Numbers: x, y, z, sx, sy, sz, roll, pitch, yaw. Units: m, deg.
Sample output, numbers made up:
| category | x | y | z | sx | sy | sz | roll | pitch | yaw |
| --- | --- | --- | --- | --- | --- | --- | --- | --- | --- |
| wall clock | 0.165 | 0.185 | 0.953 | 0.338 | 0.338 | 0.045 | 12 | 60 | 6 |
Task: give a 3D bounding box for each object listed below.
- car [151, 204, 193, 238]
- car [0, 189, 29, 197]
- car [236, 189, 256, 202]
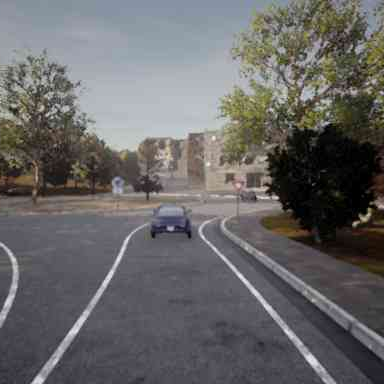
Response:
| category | x | y | z | sx | sy | sz | roll | pitch | yaw |
| --- | --- | --- | --- | --- | --- | --- | --- | --- | --- |
| car | -0.960 | 1.287 | 16.298 | 1.812 | 1.442 | 4.674 | 0 | 2 | -2 |
| car | -29.882 | 0.169 | 55.208 | 1.895 | 1.301 | 4.718 | 2 | 2 | 43 |
| car | 6.919 | 0.385 | 42.558 | 2.128 | 1.511 | 4.902 | 0 | 2 | -2 |
